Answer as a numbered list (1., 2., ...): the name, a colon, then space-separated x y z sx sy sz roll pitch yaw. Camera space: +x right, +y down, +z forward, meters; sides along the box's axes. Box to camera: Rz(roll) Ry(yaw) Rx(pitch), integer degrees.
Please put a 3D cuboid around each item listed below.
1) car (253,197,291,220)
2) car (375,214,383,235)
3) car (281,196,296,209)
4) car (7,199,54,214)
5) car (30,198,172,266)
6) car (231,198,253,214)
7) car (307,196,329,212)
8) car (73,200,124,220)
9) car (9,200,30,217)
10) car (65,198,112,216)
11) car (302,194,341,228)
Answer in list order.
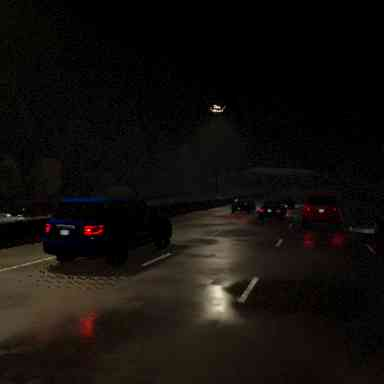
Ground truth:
1. car: 6.643 1.434 27.109 2.033 1.411 5.357 0 0 20
2. car: 9.804 1.460 15.336 1.837 1.490 4.892 0 0 20
3. car: 11.355 1.228 40.051 1.837 1.490 4.892 0 1 20
4. car: -16.820 1.476 34.820 1.994 1.385 4.181 0 0 20
5. car: -2.644 1.217 11.843 2.150 2.045 5.566 0 0 20
6. car: 5.281 1.321 33.600 2.128 1.511 4.902 0 1 20
7. car: 13.882 1.244 36.763 2.128 1.511 4.902 0 1 20
8. car: -7.921 1.453 28.591 1.812 1.442 4.674 0 0 20
9. car: -14.544 1.460 30.865 1.812 1.442 4.674 0 0 20
10. car: -10.094 1.408 32.833 1.837 1.490 4.892 0 1 20
11. car: 8.437 1.143 21.811 2.150 2.045 5.566 0 1 20
